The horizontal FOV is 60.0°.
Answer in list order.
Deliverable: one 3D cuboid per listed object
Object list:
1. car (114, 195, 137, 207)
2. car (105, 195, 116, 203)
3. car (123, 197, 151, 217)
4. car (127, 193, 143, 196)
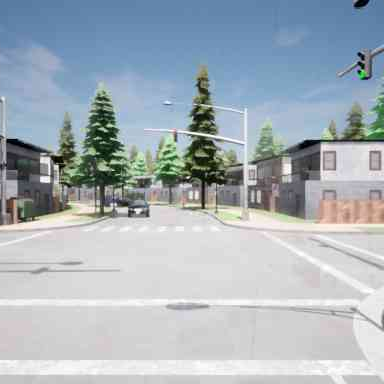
[{"bbox_3d":[-9.840,1.566,49.315,1.895,1.301,4.718,0,0,-24],"label":"car"},{"bbox_3d":[-16.507,1.318,66.785,2.097,1.767,4.553,0,0,-45],"label":"car"},{"bbox_3d":[-4.839,1.457,30.567,2.128,1.511,4.902,0,0,-7],"label":"car"},{"bbox_3d":[-10.391,1.187,58.441,2.150,2.045,5.566,0,0,-36],"label":"car"}]
